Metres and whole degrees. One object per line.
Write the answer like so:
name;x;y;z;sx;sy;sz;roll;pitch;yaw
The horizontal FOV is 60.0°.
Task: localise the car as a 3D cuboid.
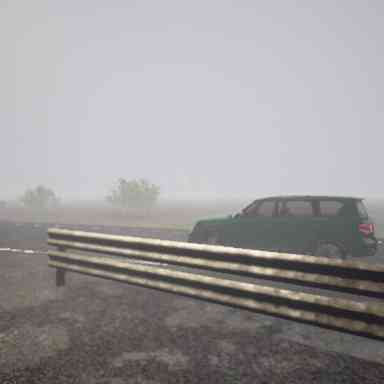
car;2.638;1.125;10.453;5.566;2.045;2.150;0;0;23
